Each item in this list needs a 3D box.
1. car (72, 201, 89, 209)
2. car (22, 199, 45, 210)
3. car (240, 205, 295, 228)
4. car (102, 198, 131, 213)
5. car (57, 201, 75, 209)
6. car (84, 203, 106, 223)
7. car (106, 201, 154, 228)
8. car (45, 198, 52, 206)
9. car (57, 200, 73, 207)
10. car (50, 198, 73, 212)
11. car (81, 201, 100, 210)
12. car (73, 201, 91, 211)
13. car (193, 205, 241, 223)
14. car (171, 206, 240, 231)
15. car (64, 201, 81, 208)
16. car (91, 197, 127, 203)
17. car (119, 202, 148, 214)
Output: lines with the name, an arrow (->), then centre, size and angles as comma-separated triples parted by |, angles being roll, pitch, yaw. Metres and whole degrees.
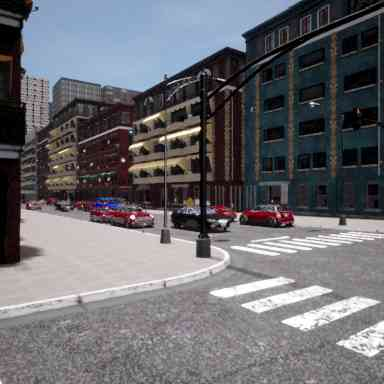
car -> -20.223, 2.326, 60.439 | 1.802, 1.307, 4.206 | -1, 0, -35
car -> -26.664, 2.171, 55.897 | 1.967, 1.590, 4.097 | -1, 0, -35
car -> 5.274, 1.639, 24.106 | 1.967, 1.590, 4.097 | -1, 0, -35
car -> -10.668, 1.856, 46.813 | 2.192, 1.841, 5.009 | -1, 0, -35
car -> -22.611, 2.312, 59.564 | 1.994, 1.385, 4.181 | 0, -1, -35
car -> -7.543, 1.904, 28.641 | 1.802, 1.307, 4.206 | -1, 0, -35
car -> -4.358, 1.694, 24.099 | 1.967, 1.590, 4.097 | -1, 0, -35
car -> -32.973, 2.328, 78.609 | 2.192, 1.841, 5.009 | -1, 0, -35
car -> -26.596, 2.430, 69.524 | 2.008, 1.369, 4.403 | -1, 0, -35
car -> -19.143, 2.121, 49.659 | 2.128, 1.511, 4.902 | 0, -1, -35
car -> -17.036, 2.259, 55.897 | 1.802, 1.307, 4.206 | -1, 0, -35
car -> -15.905, 2.083, 50.005 | 1.882, 1.535, 5.008 | 0, -1, -35
car -> 2.086, 1.849, 28.645 | 1.802, 1.307, 4.206 | -1, 0, -35
car -> 0.453, 1.690, 21.545 | 2.128, 1.511, 4.902 | 0, -1, -35
car -> -23.410, 2.377, 64.981 | 1.947, 1.339, 4.313 | -1, 0, -35
car -> -8.024, 1.593, 33.638 | 2.150, 2.045, 5.566 | 0, 0, -35
car -> -7.477, 2.038, 42.269 | 1.947, 1.339, 4.313 | -1, 0, -35
